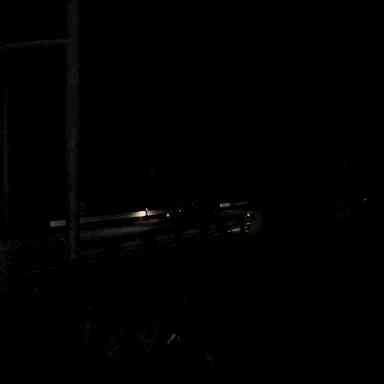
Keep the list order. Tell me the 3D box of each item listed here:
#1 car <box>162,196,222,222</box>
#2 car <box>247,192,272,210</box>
[{"bbox_3d":[0.074,1.091,22.957,2.128,1.511,4.902,0,3,41],"label":"car"},{"bbox_3d":[6.951,0.779,30.655,1.882,1.535,5.008,0,1,42],"label":"car"}]
